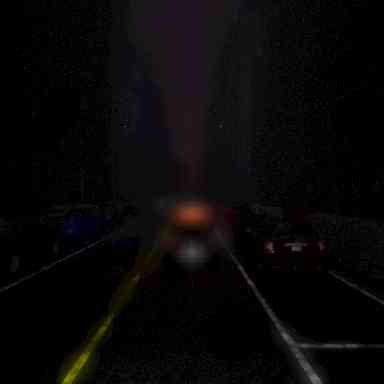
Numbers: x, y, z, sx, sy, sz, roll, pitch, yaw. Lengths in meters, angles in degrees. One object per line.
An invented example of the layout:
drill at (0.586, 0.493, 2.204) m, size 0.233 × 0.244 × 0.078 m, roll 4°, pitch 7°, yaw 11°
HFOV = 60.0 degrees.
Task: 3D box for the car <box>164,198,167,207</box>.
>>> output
car at (-5.751, 2.098, 55.825) m, size 2.008 × 1.369 × 4.403 m, roll 0°, pitch -1°, yaw 0°

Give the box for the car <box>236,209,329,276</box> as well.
car at (2.763, 1.546, 10.742) m, size 1.967 × 1.590 × 4.097 m, roll 0°, pitch -1°, yaw 0°

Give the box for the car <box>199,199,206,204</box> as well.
car at (2.782, 2.475, 89.646) m, size 1.802 × 1.307 × 4.206 m, roll 0°, pitch -1°, yaw 0°

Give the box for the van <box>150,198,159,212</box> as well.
van at (-5.754, 1.776, 44.554) m, size 1.690 × 1.788 × 3.998 m, roll 0°, pitch -1°, yaw 0°

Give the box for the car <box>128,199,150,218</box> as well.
car at (-5.757, 1.765, 33.281) m, size 1.967 × 1.590 × 4.097 m, roll 0°, pitch -1°, yaw 0°

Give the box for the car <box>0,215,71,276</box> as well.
car at (-5.762, 1.650, 10.734) m, size 1.887 × 1.381 × 4.507 m, roll 0°, pitch -1°, yaw 0°

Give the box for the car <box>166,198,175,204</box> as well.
car at (-5.743, 2.444, 89.643) m, size 2.008 × 1.369 × 4.403 m, roll 0°, pitch -1°, yaw 0°

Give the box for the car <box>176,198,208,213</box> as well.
car at (0.028, 1.629, 28.427) m, size 2.097 × 1.767 × 4.553 m, roll 0°, pitch -1°, yaw 0°

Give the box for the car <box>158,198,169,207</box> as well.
car at (-5.749, 2.102, 67.098) m, size 1.967 × 1.590 × 4.097 m, roll 0°, pitch -1°, yaw 0°

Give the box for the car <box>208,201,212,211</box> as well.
car at (2.769, 1.891, 33.286) m, size 1.947 × 1.339 × 4.313 m, roll 0°, pitch -1°, yaw 0°

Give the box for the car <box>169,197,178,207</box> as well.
car at (-3.002, 2.236, 64.536) m, size 1.895 × 1.301 × 4.718 m, roll 0°, pitch -1°, yaw 1°

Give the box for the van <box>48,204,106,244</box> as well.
van at (-5.761, 1.502, 16.372) m, size 1.690 × 1.788 × 3.998 m, roll 0°, pitch -1°, yaw 0°

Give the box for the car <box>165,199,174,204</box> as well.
car at (-5.744, 2.400, 84.006) m, size 1.947 × 1.339 × 4.313 m, roll 0°, pitch -1°, yaw 0°

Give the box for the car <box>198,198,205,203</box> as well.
car at (2.783, 2.392, 95.283) m, size 1.967 × 1.590 × 4.097 m, roll 0°, pitch -1°, yaw 0°

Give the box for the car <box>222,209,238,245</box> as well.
car at (2.765, 1.727, 16.377) m, size 1.947 × 1.339 × 4.313 m, roll 0°, pitch -1°, yaw 0°

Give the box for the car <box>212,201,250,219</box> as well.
car at (2.765, 1.530, 22.016) m, size 2.192 × 1.841 × 5.009 m, roll 0°, pitch -1°, yaw 0°

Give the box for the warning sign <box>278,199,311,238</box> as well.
warning sign at (5.075, 1.277, 16.539) m, size 1.300 × 1.860 × 1.060 m, roll 0°, pitch 0°, yaw 0°

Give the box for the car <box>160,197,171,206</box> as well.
car at (-5.748, 2.034, 72.736) m, size 2.192 × 1.841 × 5.009 m, roll 0°, pitch -1°, yaw 0°

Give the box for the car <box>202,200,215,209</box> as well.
car at (2.774, 2.113, 55.829) m, size 1.947 × 1.339 × 4.313 m, roll 0°, pitch -1°, yaw 0°

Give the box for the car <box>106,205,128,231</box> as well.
car at (-5.759, 1.655, 22.008) m, size 1.967 × 1.590 × 4.097 m, roll 0°, pitch -1°, yaw 0°

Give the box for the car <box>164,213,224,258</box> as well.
car at (0.021, 1.731, 13.261) m, size 1.895 × 1.301 × 4.718 m, roll 0°, pitch -1°, yaw 0°

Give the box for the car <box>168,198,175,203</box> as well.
car at (-5.741, 2.534, 95.279) m, size 1.802 × 1.307 × 4.206 m, roll 0°, pitch -1°, yaw 0°

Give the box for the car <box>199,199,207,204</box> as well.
car at (2.781, 2.416, 84.010) m, size 1.802 × 1.307 × 4.206 m, roll 0°, pitch -1°, yaw 0°

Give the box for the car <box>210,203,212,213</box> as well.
car at (2.767, 1.815, 27.650) m, size 1.887 × 1.381 × 4.507 m, roll 0°, pitch -1°, yaw 0°

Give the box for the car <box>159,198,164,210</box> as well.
car at (-5.752, 2.014, 50.019) m, size 1.752 × 1.417 × 4.829 m, roll 0°, pitch -1°, yaw 0°

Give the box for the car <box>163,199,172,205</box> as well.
car at (-5.745, 2.343, 78.370) m, size 1.947 × 1.339 × 4.313 m, roll 0°, pitch -1°, yaw 0°

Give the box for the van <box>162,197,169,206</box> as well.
van at (-5.750, 1.946, 61.463) m, size 1.690 × 1.788 × 3.998 m, roll 0°, pitch -1°, yaw 0°
